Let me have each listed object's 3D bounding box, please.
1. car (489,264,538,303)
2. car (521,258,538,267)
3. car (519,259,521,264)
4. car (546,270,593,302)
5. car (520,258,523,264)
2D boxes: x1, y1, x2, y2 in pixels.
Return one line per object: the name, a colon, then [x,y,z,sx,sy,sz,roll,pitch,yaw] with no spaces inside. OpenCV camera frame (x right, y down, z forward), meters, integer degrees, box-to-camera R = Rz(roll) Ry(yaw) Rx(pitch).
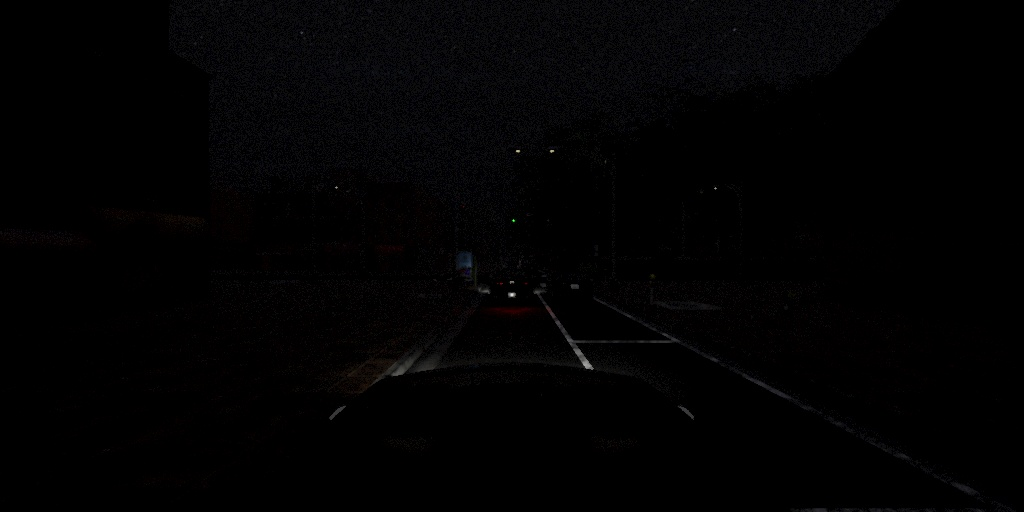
car: [0.000,1.272,16.504,1.837,1.490,4.892,0,0,0]
car: [2.637,1.388,49.536,2.007,1.370,4.403,0,0,0]
car: [2.637,1.437,60.436,2.007,1.370,4.403,0,0,0]
car: [2.637,1.321,17.024,1.948,1.339,4.313,0,0,0]
car: [2.637,1.386,55.155,1.751,1.417,4.829,0,0,0]
